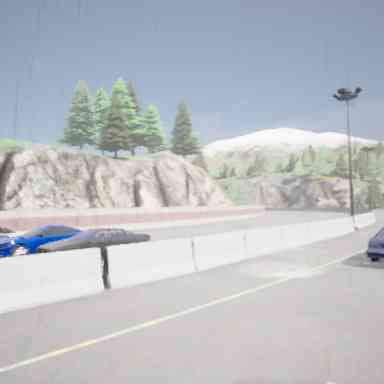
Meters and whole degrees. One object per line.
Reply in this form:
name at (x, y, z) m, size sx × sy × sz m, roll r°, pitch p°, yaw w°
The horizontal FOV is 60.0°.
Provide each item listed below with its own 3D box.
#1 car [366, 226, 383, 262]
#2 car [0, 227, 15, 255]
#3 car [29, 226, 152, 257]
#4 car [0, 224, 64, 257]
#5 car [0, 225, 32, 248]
car at (8.522, 1.969, 13.303) m, size 2.033 × 1.411 × 5.357 m, roll -4°, pitch -3°, yaw 41°
car at (-12.508, 2.700, 17.411) m, size 5.357 × 1.411 × 2.033 m, roll 1°, pitch -4°, yaw -43°
car at (-4.330, 2.406, 15.603) m, size 5.357 × 1.411 × 2.033 m, roll 1°, pitch -4°, yaw -45°
car at (-7.564, 2.501, 17.359) m, size 5.008 × 1.535 × 1.882 m, roll 1°, pitch -4°, yaw -45°
car at (-13.226, 2.967, 21.563) m, size 4.718 × 1.301 × 1.895 m, roll 1°, pitch -4°, yaw -44°
